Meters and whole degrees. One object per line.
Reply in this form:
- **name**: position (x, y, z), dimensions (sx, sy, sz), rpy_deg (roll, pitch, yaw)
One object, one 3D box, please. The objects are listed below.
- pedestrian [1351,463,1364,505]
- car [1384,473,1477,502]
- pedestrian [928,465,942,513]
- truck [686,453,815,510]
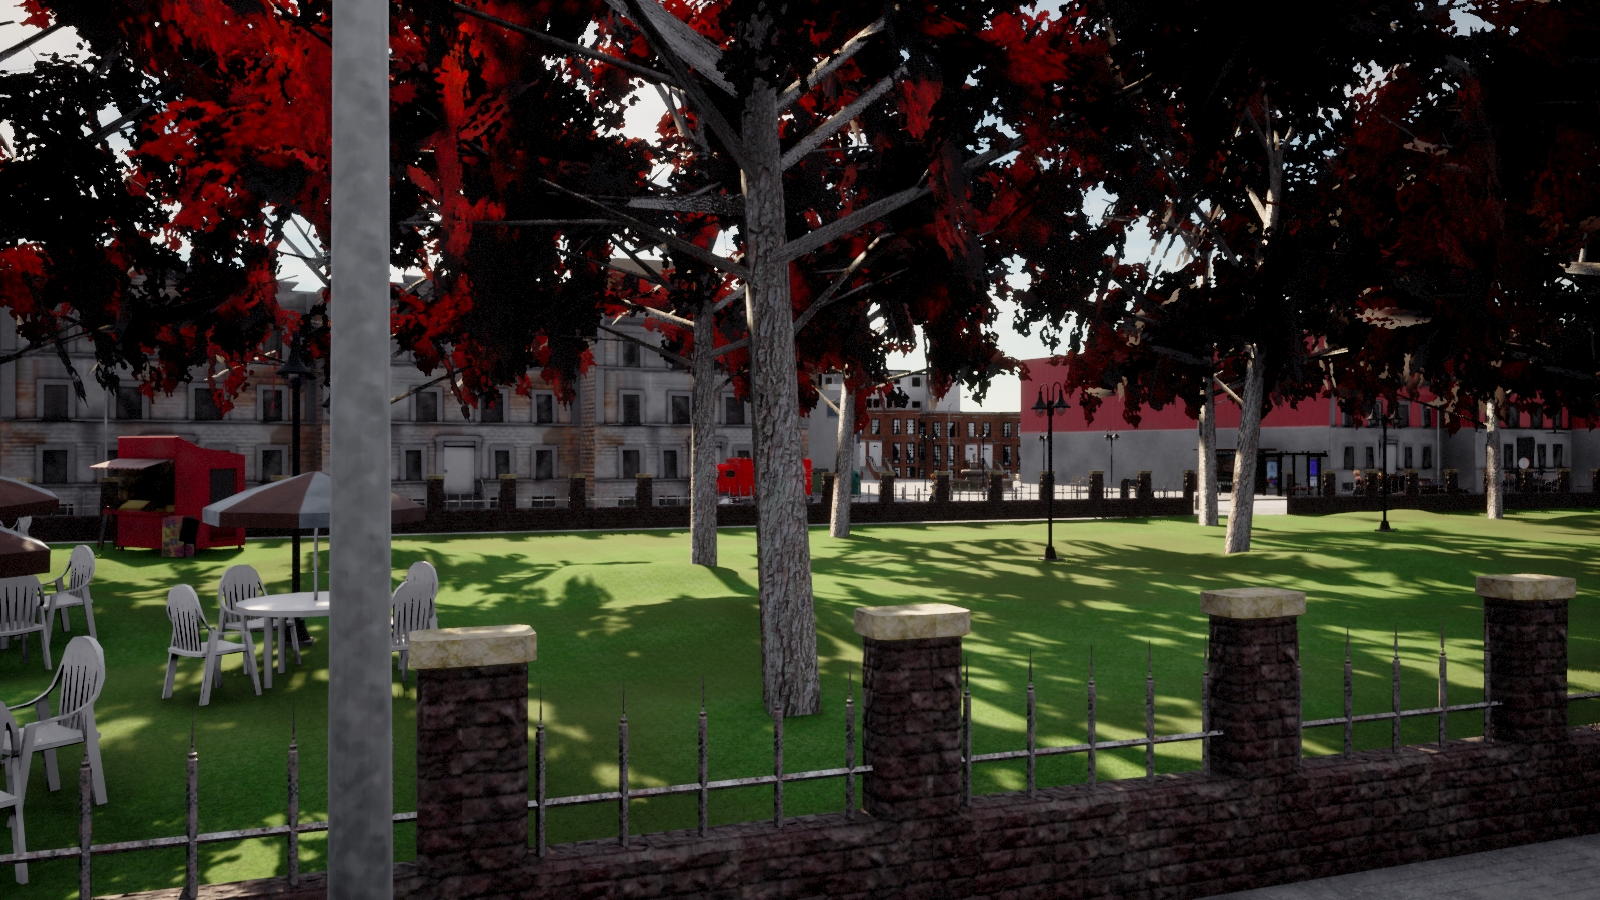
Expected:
- **pedestrian**: position (25.332, 1.542, 51.884), dimensions (0.375, 1.860, 0.375), rpy_deg (0, 0, -20)
- **car**: position (32.962, 1.937, 59.777), dimensions (4.181, 1.385, 1.994), rpy_deg (-1, 0, -20)
- **pedestrian**: position (5.296, 1.531, 44.834), dimensions (0.375, 1.860, 0.375), rpy_deg (0, 0, -36)
- **truck**: position (-2.246, 1.354, 51.199), dimensions (5.204, 2.467, 2.627), rpy_deg (0, 0, -20)
